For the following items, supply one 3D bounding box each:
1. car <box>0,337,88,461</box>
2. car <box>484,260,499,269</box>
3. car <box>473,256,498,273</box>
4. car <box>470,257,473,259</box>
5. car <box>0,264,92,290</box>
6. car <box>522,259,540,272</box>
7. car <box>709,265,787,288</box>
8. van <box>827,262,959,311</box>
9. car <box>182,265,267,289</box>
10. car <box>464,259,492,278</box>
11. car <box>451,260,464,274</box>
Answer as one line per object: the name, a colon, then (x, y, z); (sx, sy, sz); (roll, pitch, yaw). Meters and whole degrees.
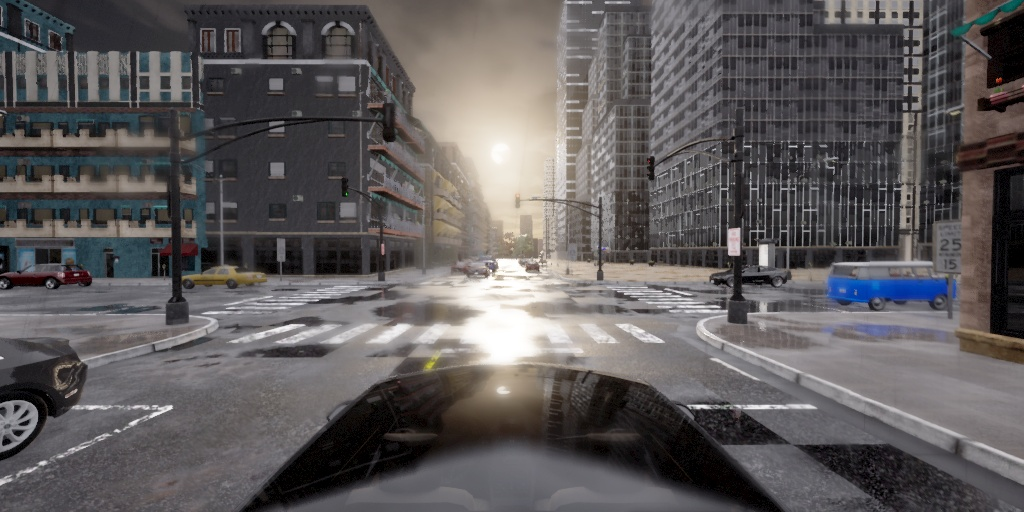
car: (-5.692, 1.300, 2.219); (2.007, 1.370, 4.403); (0, 0, 0)
car: (-3.178, 1.310, 56.430); (1.994, 1.385, 4.181); (0, 0, 1)
car: (-3.178, 0.966, 44.882); (2.150, 2.045, 5.566); (0, 0, 0)
car: (-5.772, 1.184, 45.934); (1.967, 1.591, 4.097); (0, 0, 0)
car: (-28.818, 1.190, 22.142); (4.097, 1.591, 1.967); (0, 0, 0)
car: (2.575, 1.289, 46.007); (1.888, 1.381, 4.507); (0, 0, 0)
car: (14.638, 1.215, 22.293); (4.313, 1.339, 1.948); (0, 0, 0)
van: (14.667, 1.116, 13.913); (3.998, 1.789, 1.690); (0, 0, 0)
car: (-17.920, 1.247, 22.180); (4.829, 1.417, 1.751); (0, 0, 0)
car: (-3.158, 1.270, 34.261); (1.812, 1.442, 4.674); (0, 0, 0)
car: (-5.762, 1.289, 40.285); (1.888, 1.381, 4.507); (0, 0, 0)
